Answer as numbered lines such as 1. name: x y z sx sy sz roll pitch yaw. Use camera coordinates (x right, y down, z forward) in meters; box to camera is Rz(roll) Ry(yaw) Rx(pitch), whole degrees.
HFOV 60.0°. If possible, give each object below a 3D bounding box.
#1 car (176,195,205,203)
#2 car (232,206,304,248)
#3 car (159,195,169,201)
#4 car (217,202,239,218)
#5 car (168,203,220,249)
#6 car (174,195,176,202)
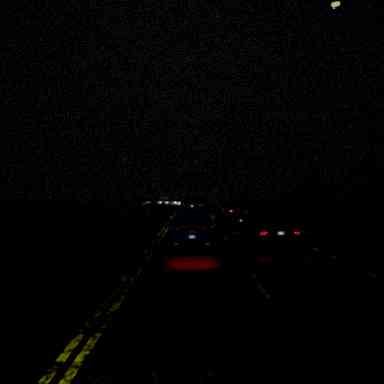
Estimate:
1. car: 0.000 1.246 29.680 2.150 2.045 5.566 0 0 0
2. car: 3.250 1.560 14.651 2.033 1.411 5.357 0 0 0
3. car: -6.500 1.375 77.467 1.882 1.535 5.008 0 0 0
4. car: 3.250 1.561 29.651 1.994 1.385 4.181 0 0 0
5. car: 0.000 1.482 14.650 1.882 1.535 5.008 0 0 0
6. car: -3.250 1.422 77.467 2.128 1.511 4.902 0 0 0
